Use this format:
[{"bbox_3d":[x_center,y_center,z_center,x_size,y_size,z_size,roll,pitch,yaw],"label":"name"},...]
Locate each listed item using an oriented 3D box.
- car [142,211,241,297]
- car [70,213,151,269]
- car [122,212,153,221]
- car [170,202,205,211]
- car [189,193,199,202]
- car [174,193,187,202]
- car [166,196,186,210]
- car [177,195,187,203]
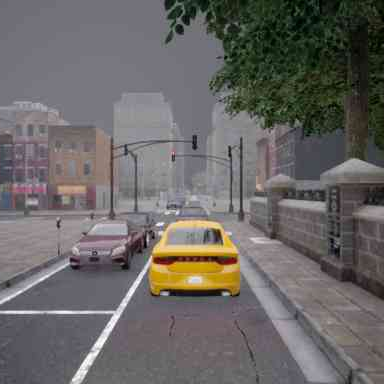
[{"bbox_3d":[0.078,1.477,8.639,1.882,1.535,5.008,0,0,0],"label":"car"},{"bbox_3d":[-2.623,1.581,11.045,1.802,1.307,4.206,0,0,0],"label":"car"},{"bbox_3d":[-2.618,1.565,14.708,1.947,1.339,4.313,0,0,0],"label":"car"},{"bbox_3d":[0.030,1.546,19.128,2.033,1.411,5.357,0,0,0],"label":"car"},{"bbox_3d":[0.379,1.508,66.917,1.812,1.442,4.674,0,0,0],"label":"car"},{"bbox_3d":[-2.210,1.207,58.012,2.150,2.045,5.566,0,0,0],"label":"car"},{"bbox_3d":[-2.227,1.554,42.781,1.994,1.385,4.181,0,0,0],"label":"car"},{"bbox_3d":[-2.120,1.498,73.834,2.128,1.511,4.902,0,0,0],"label":"car"}]
